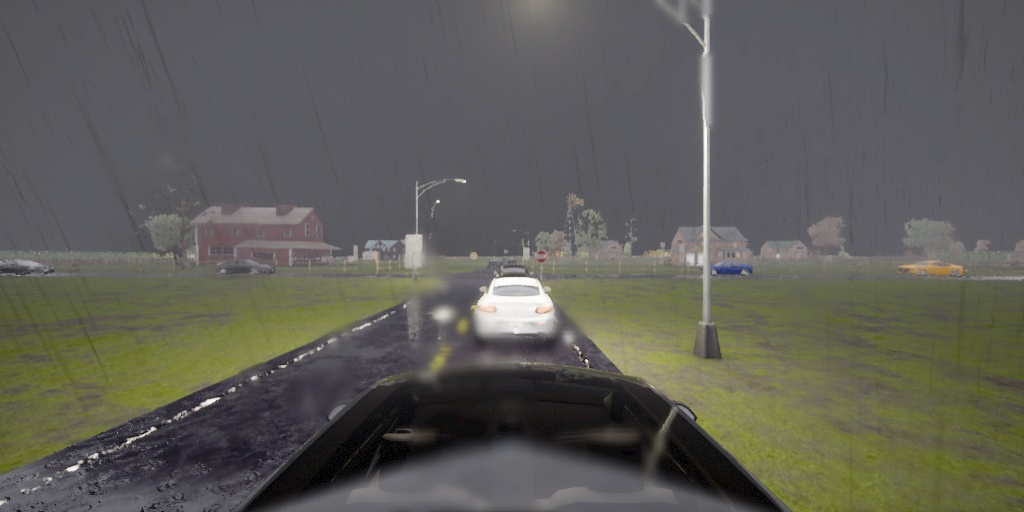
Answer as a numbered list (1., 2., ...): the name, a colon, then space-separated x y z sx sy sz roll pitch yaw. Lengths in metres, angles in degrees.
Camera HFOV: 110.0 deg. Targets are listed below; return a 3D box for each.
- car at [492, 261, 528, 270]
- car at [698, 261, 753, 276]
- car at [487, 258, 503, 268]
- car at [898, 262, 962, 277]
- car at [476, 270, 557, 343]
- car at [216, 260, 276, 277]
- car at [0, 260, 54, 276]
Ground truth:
1. car: 0.088 1.217 18.643 1.837 1.490 4.892 0 0 0
2. car: 21.344 1.223 35.991 5.008 1.535 1.882 0 0 0
3. car: -2.868 1.162 57.231 2.033 1.411 5.357 0 0 0
4. car: 41.648 1.314 35.815 5.008 1.535 1.882 1 0 1
5. car: 0.095 1.259 9.538 1.812 1.442 4.674 0 0 0
6. car: -24.687 1.114 33.360 4.892 1.490 1.837 0 0 0
7. car: -45.925 1.081 33.548 4.674 1.442 1.812 0 0 1
